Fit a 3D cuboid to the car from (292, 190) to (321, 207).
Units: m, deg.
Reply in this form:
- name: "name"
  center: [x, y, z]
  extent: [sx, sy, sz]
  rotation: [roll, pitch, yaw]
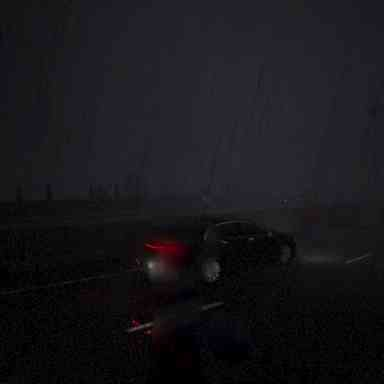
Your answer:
- name: "car"
  center: [14.595, 0.749, 41.491]
  extent: [2.150, 2.045, 5.566]
  rotation: [0, 1, 30]

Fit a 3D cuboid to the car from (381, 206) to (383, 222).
- name: "car"
  center: [14.124, 1.182, 22.341]
  extent: [1.837, 1.490, 4.892]
  rotation: [0, 1, 41]

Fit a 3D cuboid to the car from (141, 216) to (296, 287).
- name: "car"
  center: [0.944, 1.427, 9.207]
  extent: [4.892, 1.490, 1.837]
  rotation: [-1, 1, -39]

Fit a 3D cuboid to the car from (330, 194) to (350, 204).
- name: "car"
  center: [18.042, 0.989, 40.532]
  extent: [2.128, 1.511, 4.902]
  rotation: [0, 1, 29]

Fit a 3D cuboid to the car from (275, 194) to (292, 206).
- name: "car"
  center: [12.704, 1.028, 45.288]
  extent: [1.837, 1.490, 4.892]
  rotation: [0, 0, 28]
